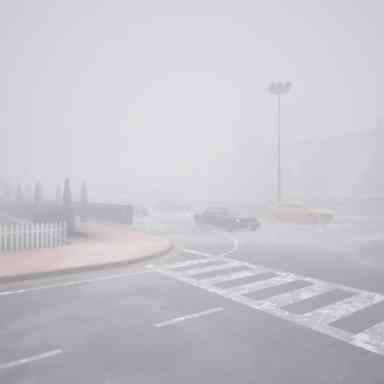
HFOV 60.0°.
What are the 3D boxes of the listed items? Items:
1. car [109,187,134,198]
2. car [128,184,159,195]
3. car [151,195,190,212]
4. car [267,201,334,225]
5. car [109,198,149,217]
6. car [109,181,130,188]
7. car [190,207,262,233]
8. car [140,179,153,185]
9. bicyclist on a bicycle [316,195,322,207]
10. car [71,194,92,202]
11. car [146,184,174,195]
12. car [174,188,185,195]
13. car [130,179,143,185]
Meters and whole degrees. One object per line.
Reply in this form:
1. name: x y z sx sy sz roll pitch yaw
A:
1. car: -10.782 0.606 49.118 1.812 1.442 4.674 0 5 -36
2. car: -8.556 0.058 57.927 2.033 1.411 5.357 0 6 -37
3. car: -2.384 1.442 37.948 2.033 1.411 5.357 0 2 -37
4. car: 7.855 1.476 24.477 1.882 1.535 5.008 0 0 -37
5. car: -5.861 1.571 30.955 1.895 1.301 4.718 0 1 -37
6. car: -14.819 -1.300 66.260 1.882 1.535 5.008 0 7 -37
7. car: 2.008 1.601 19.873 1.895 1.301 4.718 0 0 -30
8. car: -10.504 -1.827 72.186 2.150 2.045 5.566 0 7 -37
9. bicyclist on a bicycle: 18.061 1.291 47.375 1.656 1.620 0.582 0 0 -37
10. car: -14.177 0.943 41.959 1.994 1.385 4.181 0 4 -37
11. car: -5.886 -0.051 60.369 1.882 1.535 5.008 0 7 -37
12. car: -3.214 -0.075 62.638 1.882 1.535 5.008 0 7 -37
13. car: -12.828 -1.487 69.603 1.882 1.535 5.008 0 7 -37
